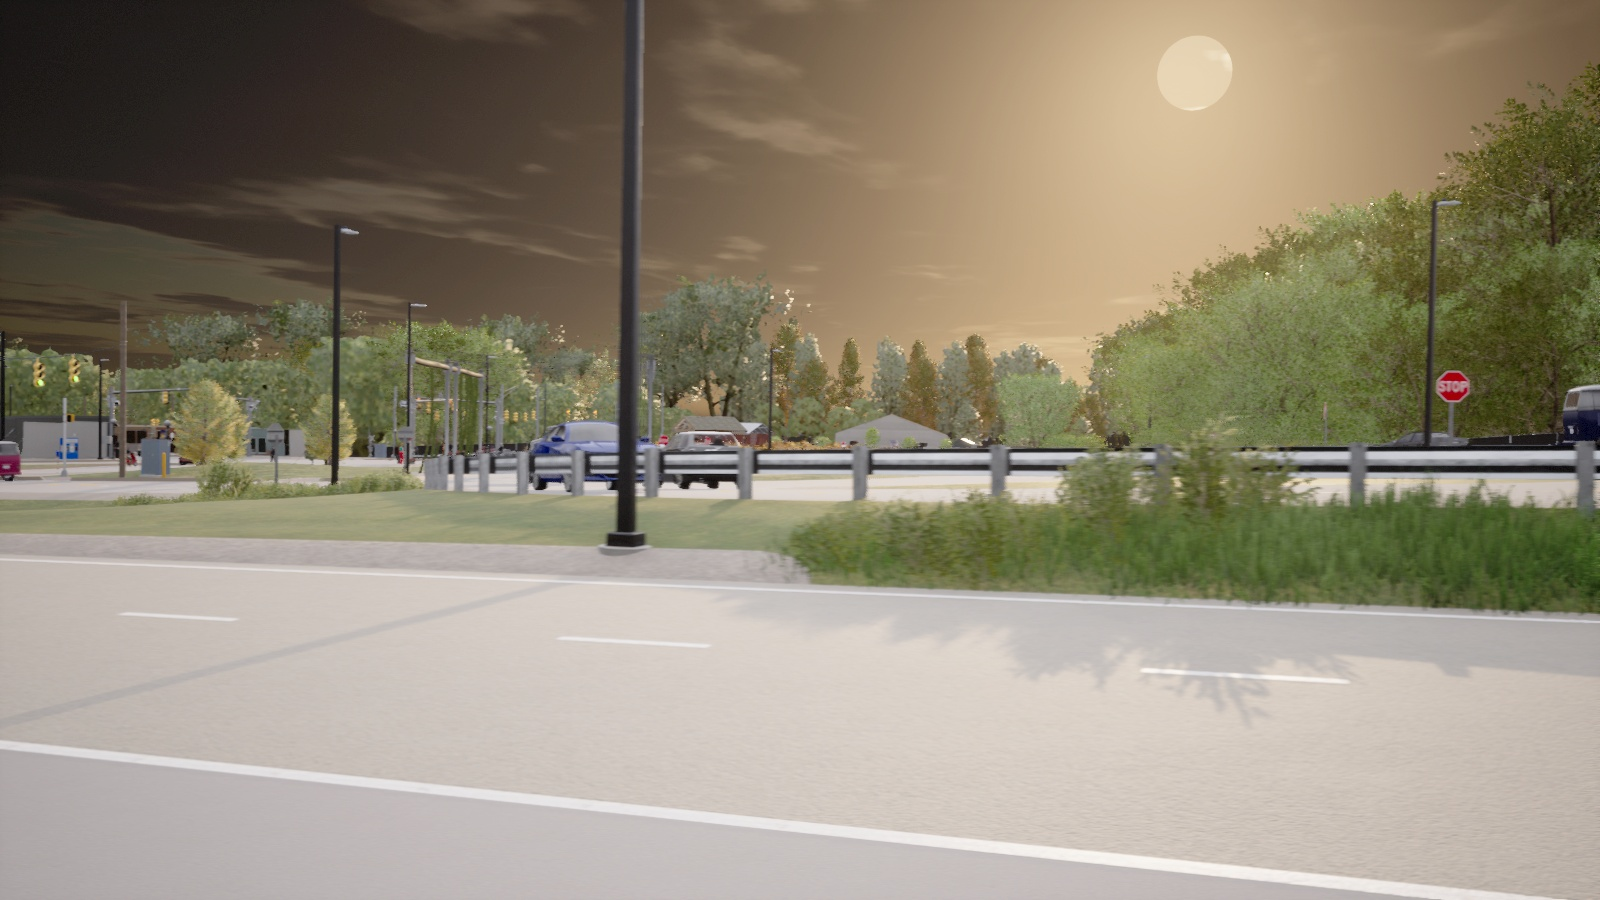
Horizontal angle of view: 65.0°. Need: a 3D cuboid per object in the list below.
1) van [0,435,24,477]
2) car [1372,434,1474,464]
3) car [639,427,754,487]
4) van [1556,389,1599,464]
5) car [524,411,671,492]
[{"bbox_3d":[-40.000,0.252,60.682,4.442,1.987,1.775,0,1,18],"label":"van"},{"bbox_3d":[32.282,-0.003,65.279,2.033,1.411,5.357,1,-1,-9],"label":"car"},{"bbox_3d":[-2.796,0.227,33.090,1.970,1.475,3.806,1,-2,-22],"label":"car"},{"bbox_3d":[23.317,-0.710,34.060,4.442,1.987,1.775,-2,0,16],"label":"van"},{"bbox_3d":[-4.414,0.077,26.632,1.882,1.535,5.008,1,-1,-24],"label":"car"}]
